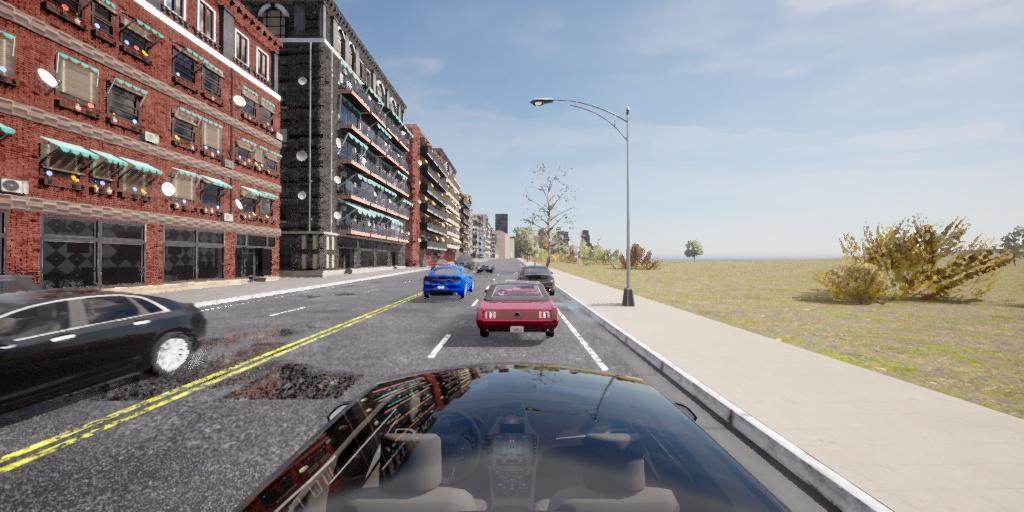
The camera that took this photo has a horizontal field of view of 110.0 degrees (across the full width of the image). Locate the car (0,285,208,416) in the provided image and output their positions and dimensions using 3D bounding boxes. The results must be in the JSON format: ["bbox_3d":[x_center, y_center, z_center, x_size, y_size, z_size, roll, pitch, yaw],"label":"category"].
[{"bbox_3d":[-6.590,1.255,4.628,1.837,1.490,4.892,0,0,0],"label":"car"}]

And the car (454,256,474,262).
[{"bbox_3d":[-6.398,0.972,48.167,2.150,2.045,5.566,0,0,0],"label":"car"}]

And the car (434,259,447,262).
[{"bbox_3d":[-9.647,1.228,48.132,1.882,1.535,5.008,0,0,0],"label":"car"}]

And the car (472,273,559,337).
[{"bbox_3d":[0.135,1.352,10.246,1.895,1.301,4.718,0,0,0],"label":"car"}]

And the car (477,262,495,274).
[{"bbox_3d":[-2.978,1.352,41.515,1.895,1.301,4.718,0,0,0],"label":"car"}]

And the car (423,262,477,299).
[{"bbox_3d":[-3.081,1.230,18.085,1.882,1.535,5.008,0,0,0],"label":"car"}]

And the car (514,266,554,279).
[{"bbox_3d":[1.213,1.257,19.446,1.837,1.490,4.892,0,0,0],"label":"car"}]

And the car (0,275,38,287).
[{"bbox_3d":[-9.837,1.102,5.278,2.097,1.767,4.553,0,0,0],"label":"car"}]
